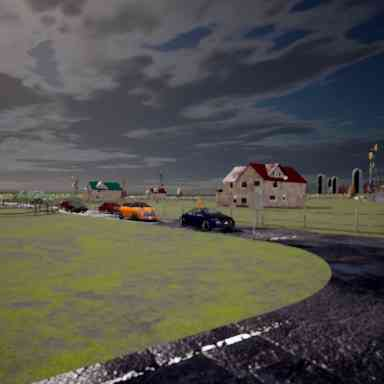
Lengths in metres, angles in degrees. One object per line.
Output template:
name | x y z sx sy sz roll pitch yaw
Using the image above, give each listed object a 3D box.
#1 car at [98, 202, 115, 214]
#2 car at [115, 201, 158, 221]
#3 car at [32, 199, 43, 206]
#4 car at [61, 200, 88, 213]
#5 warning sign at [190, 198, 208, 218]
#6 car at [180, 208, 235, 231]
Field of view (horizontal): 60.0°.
car | -10.739 2.070 43.392 1.812 1.442 4.674 2 -2 -36
car | -4.907 1.662 30.283 2.097 1.767 4.553 2 -2 -36
car | -39.164 2.549 84.240 2.097 1.767 4.553 2 -2 -36
car | -15.857 2.078 45.522 2.033 1.411 5.357 2 -2 -35
warning sign | 0.678 1.529 31.623 1.300 1.860 1.060 3 -1 -36
car | 0.944 1.757 22.155 1.994 1.385 4.181 2 -2 -36
